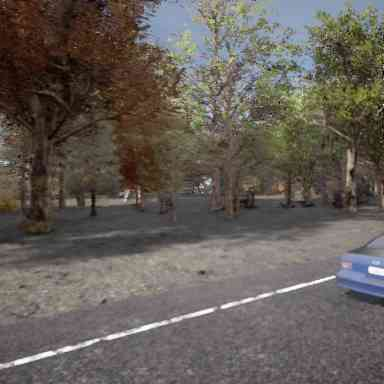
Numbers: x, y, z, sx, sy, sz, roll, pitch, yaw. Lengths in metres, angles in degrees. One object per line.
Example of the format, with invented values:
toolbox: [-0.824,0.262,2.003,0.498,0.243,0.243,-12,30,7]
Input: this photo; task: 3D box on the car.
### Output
car: [5.484,1.509,7.661,5.357,1.411,2.033,0,0,-36]
